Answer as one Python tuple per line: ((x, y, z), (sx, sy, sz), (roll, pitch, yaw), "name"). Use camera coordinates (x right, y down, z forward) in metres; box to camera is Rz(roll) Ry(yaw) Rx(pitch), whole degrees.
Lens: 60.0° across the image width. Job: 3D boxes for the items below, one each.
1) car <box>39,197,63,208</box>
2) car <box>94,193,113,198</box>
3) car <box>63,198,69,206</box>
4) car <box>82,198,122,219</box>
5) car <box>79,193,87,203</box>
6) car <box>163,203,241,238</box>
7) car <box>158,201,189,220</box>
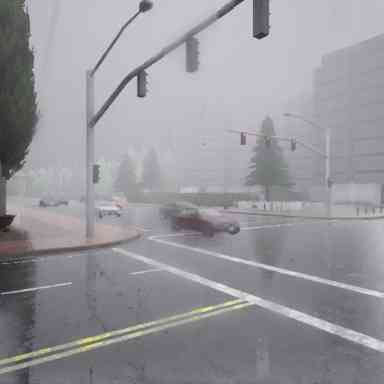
((-20.258, 1.492, 46.920), (2.128, 1.511, 4.902), (0, 0, -35), "car")
((-9.735, 1.354, 38.222), (2.097, 1.767, 4.553), (0, 0, -36), "car")
((-22.131, 1.600, 55.650), (1.895, 1.301, 4.718), (0, 0, -36), "car")
((-7.884, 1.526, 29.646), (1.812, 1.442, 4.674), (0, 0, -36), "car")
((-20.389, 1.221, 65.395), (2.150, 2.045, 5.566), (0, 0, -36), "car")
((0.553, 1.525, 17.997), (1.812, 1.442, 4.674), (0, 0, -36), "car")
((-0.809, 1.505, 25.855), (1.837, 1.490, 4.892), (0, 0, -37), "car")
